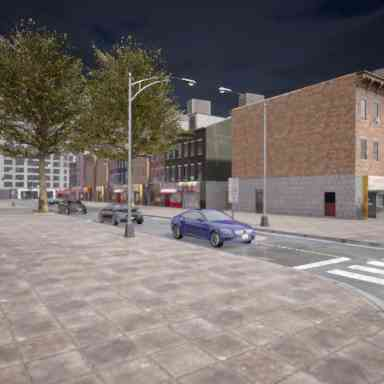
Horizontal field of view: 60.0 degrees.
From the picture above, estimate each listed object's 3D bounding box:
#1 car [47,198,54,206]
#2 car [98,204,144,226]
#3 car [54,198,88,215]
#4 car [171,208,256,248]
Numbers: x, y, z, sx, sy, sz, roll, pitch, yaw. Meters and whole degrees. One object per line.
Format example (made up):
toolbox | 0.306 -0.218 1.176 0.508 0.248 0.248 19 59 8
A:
car | -22.017 1.533 52.497 1.895 1.301 4.718 0 0 -35
car | -4.996 1.508 23.141 1.994 1.385 4.181 0 0 -35
car | -11.826 1.438 32.879 1.837 1.490 4.892 0 1 -35
car | 0.749 1.484 14.949 1.812 1.442 4.674 0 0 -35
